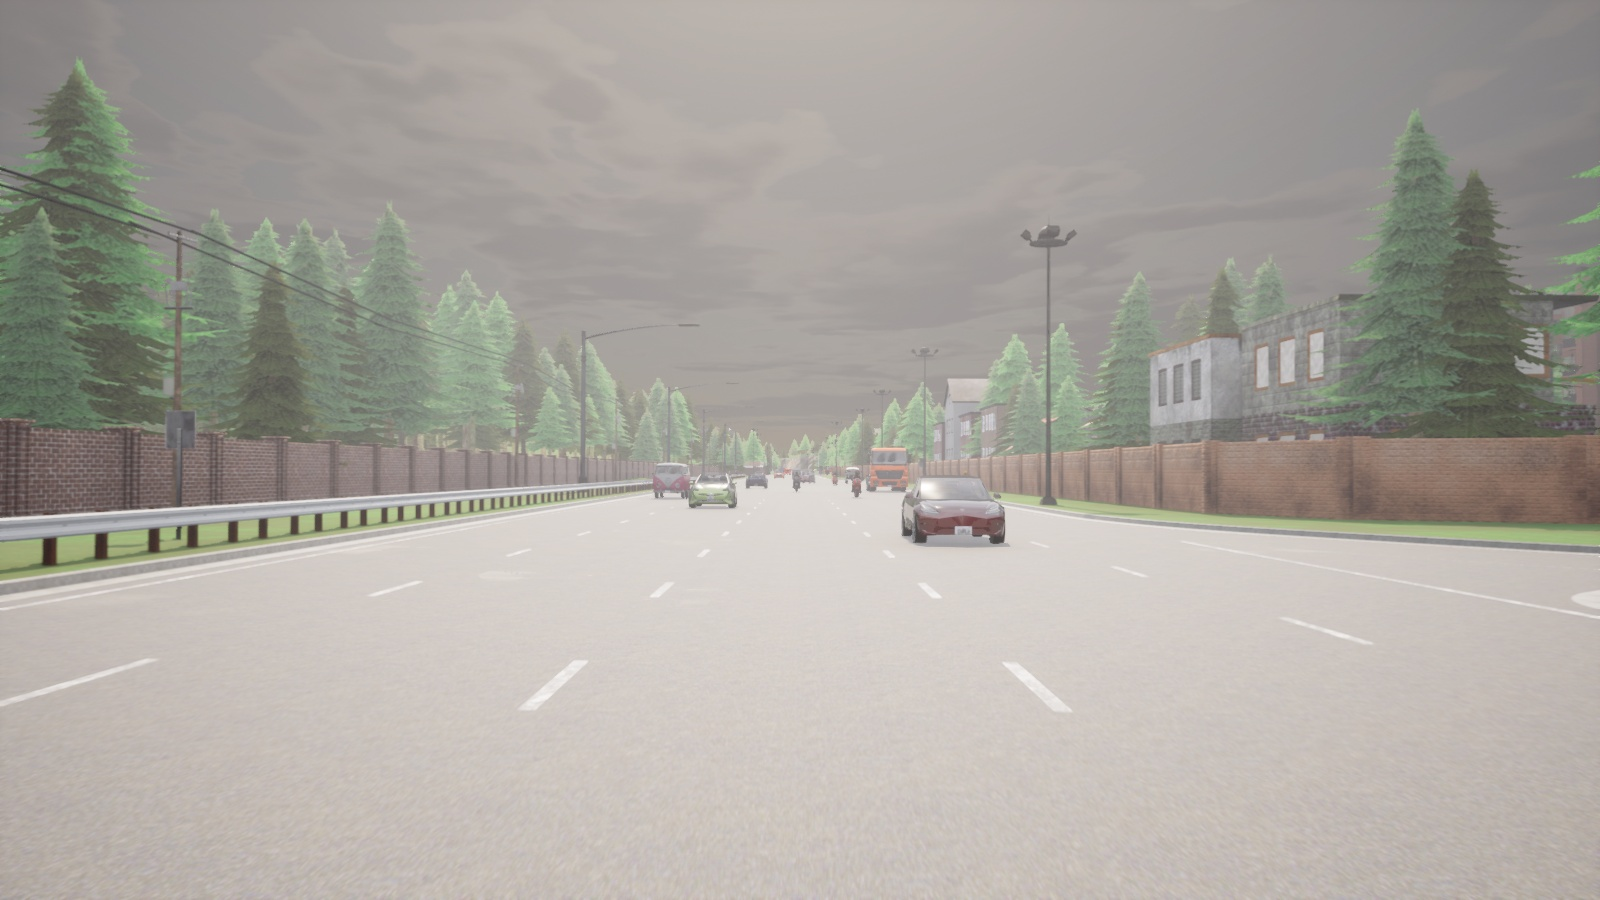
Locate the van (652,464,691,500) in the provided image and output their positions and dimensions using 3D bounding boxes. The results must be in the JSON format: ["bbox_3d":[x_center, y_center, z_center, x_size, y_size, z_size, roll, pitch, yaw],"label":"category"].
[{"bbox_3d":[-7.176,1.777,70.556,1.775,1.987,4.442,0,-1,0],"label":"van"}]

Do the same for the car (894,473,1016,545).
[{"bbox_3d":[3.428,1.281,28.679,2.163,1.488,4.792,0,-1,0],"label":"car"}]

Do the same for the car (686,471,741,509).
[{"bbox_3d":[-3.633,1.669,53.329,2.007,1.525,4.514,0,-1,0],"label":"car"}]

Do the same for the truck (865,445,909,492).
[{"bbox_3d":[6.752,1.453,98.412,2.891,3.462,7.936,0,-1,0],"label":"truck"}]
